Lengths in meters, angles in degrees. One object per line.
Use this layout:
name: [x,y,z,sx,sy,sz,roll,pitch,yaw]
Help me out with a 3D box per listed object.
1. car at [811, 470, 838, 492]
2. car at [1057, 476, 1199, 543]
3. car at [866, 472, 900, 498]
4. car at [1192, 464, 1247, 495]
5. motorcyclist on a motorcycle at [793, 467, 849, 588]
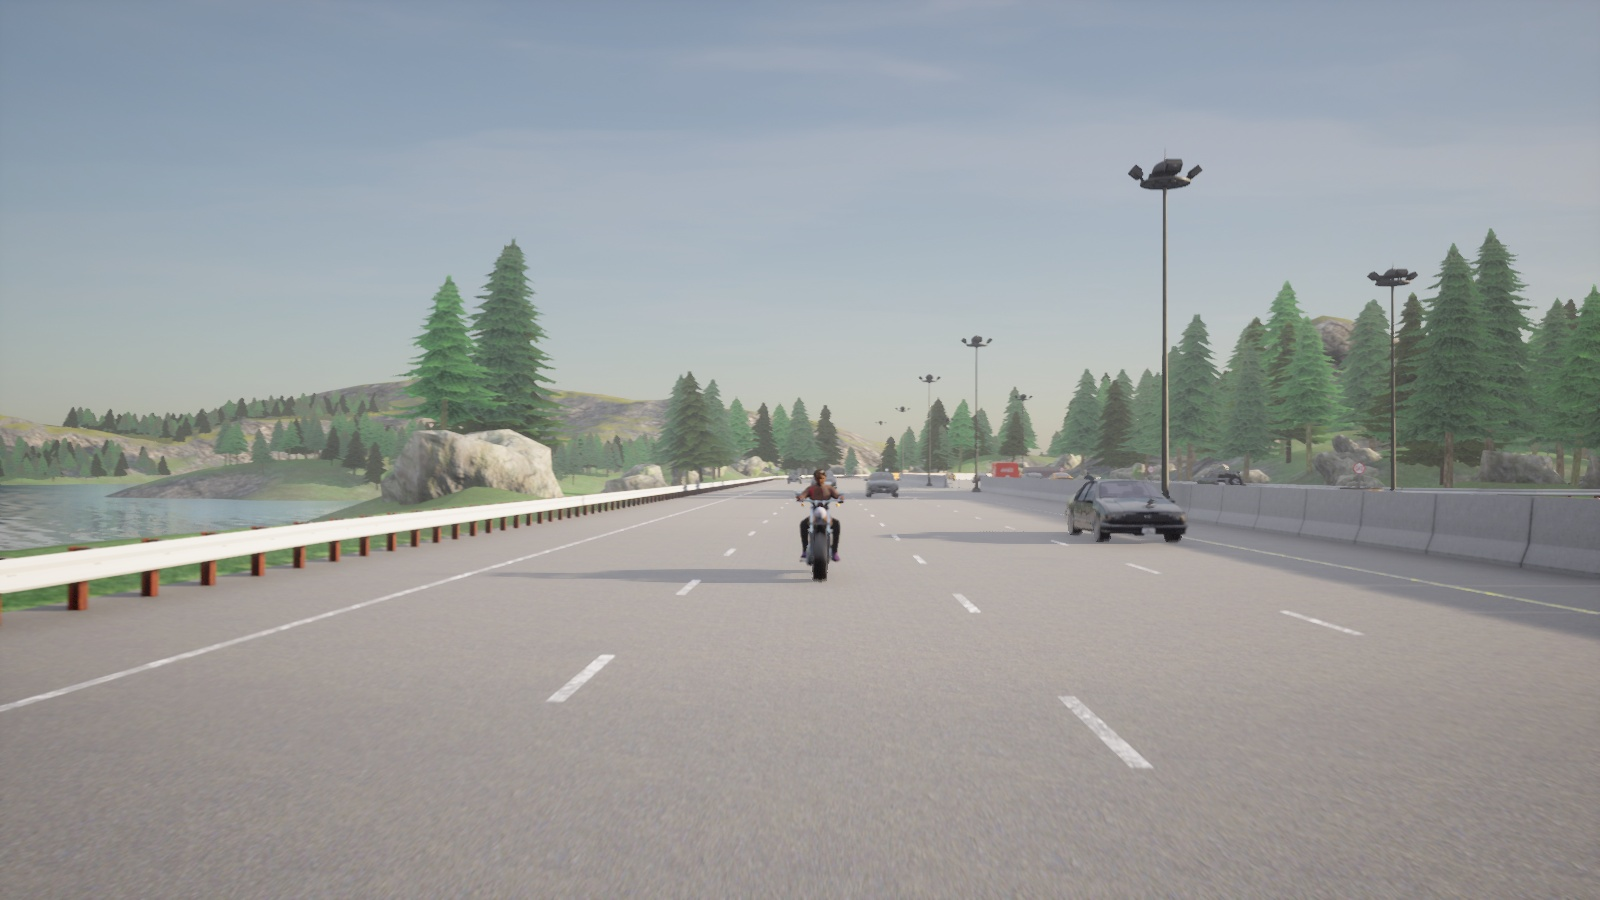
car: [1.857,2.324,94.763,2.033,1.649,4.856,0,-1,1]
car: [7.534,1.328,29.449,2.033,1.411,5.357,0,-1,1]
car: [4.965,2.064,75.414,1.837,1.490,4.892,0,-1,1]
car: [26.021,1.843,78.014,1.932,1.855,4.605,0,-1,1]
motorcyclist on a motorcycle: [0.308,1.072,18.380,0.766,1.649,2.350,0,-1,1]
